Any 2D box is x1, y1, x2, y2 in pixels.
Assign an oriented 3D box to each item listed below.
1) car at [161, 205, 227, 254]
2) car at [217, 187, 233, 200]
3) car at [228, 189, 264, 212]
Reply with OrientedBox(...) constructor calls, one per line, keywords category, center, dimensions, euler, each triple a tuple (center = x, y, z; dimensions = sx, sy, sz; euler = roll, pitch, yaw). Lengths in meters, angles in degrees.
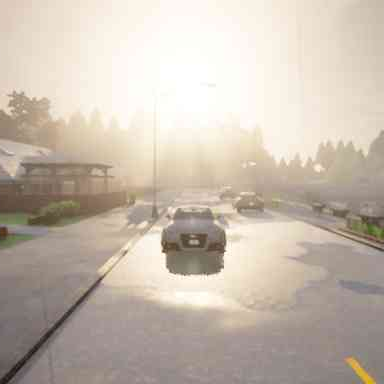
OrientedBox(category="car", center=(0.056, 1.178, 11.559), dimensions=(1.994, 1.385, 4.181), euler=(0, 2, 0))
OrientedBox(category="car", center=(4.282, 0.154, 41.110), dimensions=(1.837, 1.490, 4.892), euler=(0, 2, 1))
OrientedBox(category="car", center=(4.196, 0.726, 25.424), dimensions=(1.994, 1.385, 4.181), euler=(0, 2, 0))
